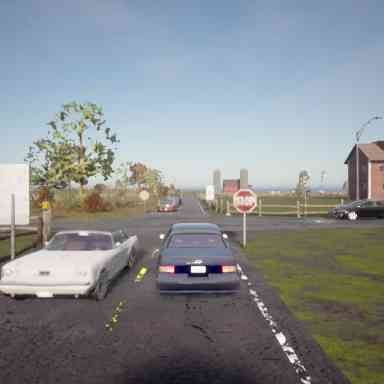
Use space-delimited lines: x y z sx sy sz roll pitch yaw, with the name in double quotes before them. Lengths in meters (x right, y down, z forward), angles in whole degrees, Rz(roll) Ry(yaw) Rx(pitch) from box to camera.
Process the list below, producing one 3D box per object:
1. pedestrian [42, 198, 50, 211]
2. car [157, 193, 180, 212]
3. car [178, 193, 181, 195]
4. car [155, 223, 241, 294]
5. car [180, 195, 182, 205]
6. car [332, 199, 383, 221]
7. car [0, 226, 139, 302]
"pedestrian" -12.183 1.412 27.744 0.375 1.860 0.375 0 1 0
"car" -2.881 1.348 38.797 2.097 1.767 4.553 0 0 0
"car" -2.880 1.217 59.147 2.150 2.045 5.566 0 0 0
"car" 0.067 1.546 8.955 2.033 1.411 5.357 0 0 -1
"car" -2.882 1.522 48.847 1.812 1.442 4.674 0 0 1
"car" 12.889 1.286 24.546 4.892 1.490 1.837 -1 0 0
"car" -2.695 1.599 8.407 1.895 1.301 4.718 0 0 2
